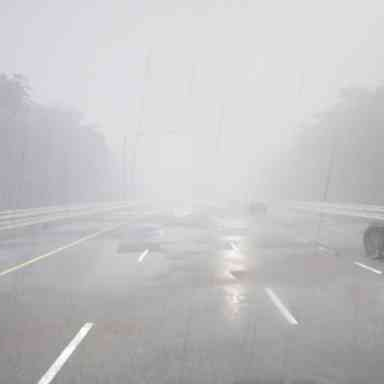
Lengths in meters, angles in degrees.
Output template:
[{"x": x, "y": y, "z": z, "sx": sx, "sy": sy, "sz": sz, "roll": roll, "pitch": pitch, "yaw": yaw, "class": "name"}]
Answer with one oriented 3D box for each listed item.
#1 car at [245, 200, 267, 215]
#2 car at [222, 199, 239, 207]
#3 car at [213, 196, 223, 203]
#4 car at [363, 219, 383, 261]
[{"x": 7.068, "y": 1.691, "z": 36.935, "sx": 1.837, "sy": 1.490, "sz": 4.892, "roll": 0, "pitch": -1, "yaw": 0, "class": "car"}, {"x": 7.184, "y": 1.942, "z": 59.669, "sx": 2.033, "sy": 1.411, "sz": 5.357, "roll": 0, "pitch": -1, "yaw": 0, "class": "car"}, {"x": 7.425, "y": 2.046, "z": 89.778, "sx": 2.097, "sy": 1.767, "sz": 4.553, "roll": 0, "pitch": -1, "yaw": 1, "class": "car"}, {"x": 7.003, "y": 1.235, "z": 9.190, "sx": 2.150, "sy": 2.045, "sz": 5.566, "roll": 0, "pitch": 0, "yaw": 0, "class": "car"}]
